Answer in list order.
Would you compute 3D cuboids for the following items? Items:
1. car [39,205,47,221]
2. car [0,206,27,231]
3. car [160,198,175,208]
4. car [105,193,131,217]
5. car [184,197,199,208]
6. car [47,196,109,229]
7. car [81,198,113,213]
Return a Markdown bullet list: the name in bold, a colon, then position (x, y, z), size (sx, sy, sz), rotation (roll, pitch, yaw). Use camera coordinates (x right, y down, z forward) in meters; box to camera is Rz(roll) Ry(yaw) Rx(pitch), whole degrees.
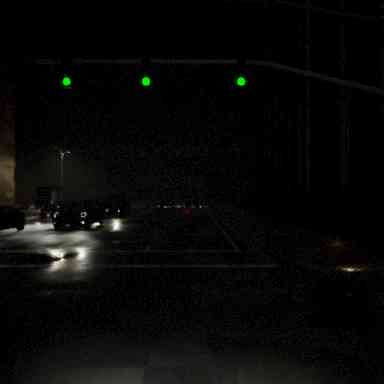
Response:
- **car**: position (-10.594, 1.441, 26.994), size (2.128, 1.511, 4.902), rotation (0, 0, 0)
- **car**: position (-10.582, 1.493, 17.726), size (1.812, 1.442, 4.674), rotation (0, 0, 0)
- **car**: position (-3.393, 1.461, 45.704), size (2.033, 1.411, 5.357), rotation (0, 0, -1)
- **car**: position (-7.088, 1.164, 30.732), size (2.150, 2.045, 5.566), rotation (0, 0, 0)
- **car**: position (0.031, 1.438, 45.947), size (1.812, 1.442, 4.674), rotation (0, 0, 1)
- **car**: position (-7.100, 1.312, 21.231), size (2.097, 1.767, 4.553), rotation (0, 0, 0)
- **car**: position (-10.555, 1.422, 37.178), size (2.128, 1.511, 4.902), rotation (0, 0, 0)
